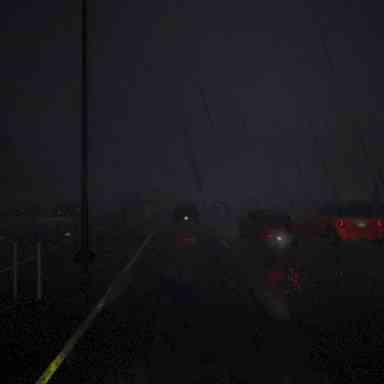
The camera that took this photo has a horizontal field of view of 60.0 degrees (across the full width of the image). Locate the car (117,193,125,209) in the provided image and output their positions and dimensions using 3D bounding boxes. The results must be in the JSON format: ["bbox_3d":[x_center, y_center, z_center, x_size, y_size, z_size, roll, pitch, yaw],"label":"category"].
[{"bbox_3d":[-8.049,1.212,44.454,2.150,2.045,5.566,0,0,-1],"label":"car"}]

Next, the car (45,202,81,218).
[{"bbox_3d":[-11.259,1.559,30.147,1.994,1.385,4.181,0,0,-1],"label":"car"}]

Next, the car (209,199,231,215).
[{"bbox_3d":[2.852,1.482,34.382,2.128,1.511,4.902,0,0,-1],"label":"car"}]

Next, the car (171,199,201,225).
[{"bbox_3d":[-0.435,1.496,24.384,1.837,1.490,4.892,0,-1,-1],"label":"car"}]

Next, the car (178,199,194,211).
[{"bbox_3d":[-0.813,1.589,42.237,1.895,1.301,4.718,0,0,-1],"label":"car"}]

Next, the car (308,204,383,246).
[{"bbox_3d":[6.772,1.345,15.504,2.097,1.767,4.553,0,0,-1],"label":"car"}]

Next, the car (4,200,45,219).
[{"bbox_3d":[-14.750,1.474,29.637,1.882,1.535,5.008,0,0,-1],"label":"car"}]

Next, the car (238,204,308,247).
[{"bbox_3d":[3.285,1.501,14.930,1.837,1.490,4.892,0,0,-2],"label":"car"}]

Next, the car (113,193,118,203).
[{"bbox_3d":[-15.530,1.208,71.746,2.150,2.045,5.566,0,0,-1],"label":"car"}]

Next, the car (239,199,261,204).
[{"bbox_3d":[6.311,1.480,36.390,2.128,1.511,4.902,0,0,-1],"label":"car"}]
